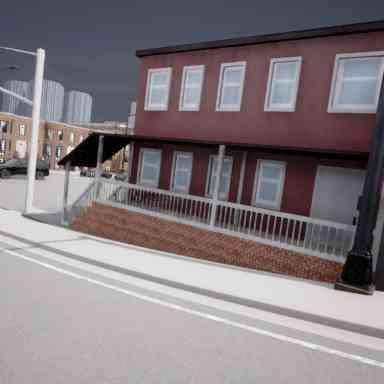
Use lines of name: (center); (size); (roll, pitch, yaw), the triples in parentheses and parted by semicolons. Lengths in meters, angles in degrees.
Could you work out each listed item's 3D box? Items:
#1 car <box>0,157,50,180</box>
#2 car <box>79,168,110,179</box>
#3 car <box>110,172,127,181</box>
car: (-16.794, -2.326, 32.503); (2.150, 2.045, 5.566); (10, 6, 36)
car: (-12.754, -2.500, 44.123); (1.994, 1.385, 4.181); (10, 6, 35)
car: (-8.131, -2.043, 44.597); (1.837, 1.490, 4.892); (10, 8, 35)
